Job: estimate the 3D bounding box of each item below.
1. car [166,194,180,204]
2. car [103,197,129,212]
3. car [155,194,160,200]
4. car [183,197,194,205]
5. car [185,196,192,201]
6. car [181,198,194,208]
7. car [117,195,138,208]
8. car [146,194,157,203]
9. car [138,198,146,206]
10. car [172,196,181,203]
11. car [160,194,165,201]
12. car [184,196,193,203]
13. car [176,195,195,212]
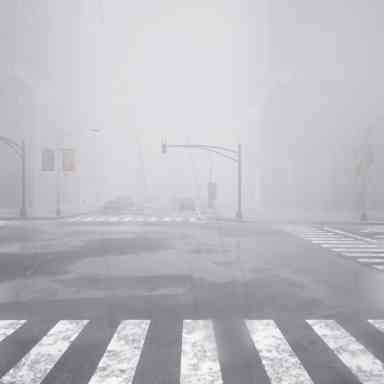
[{"bbox_3d":[-3.358,1.570,63.597,1.837,1.490,4.892,0,0,0],"label":"car"},{"bbox_3d":[-9.090,1.574,38.948,1.947,1.339,4.313,0,0,0],"label":"car"},{"bbox_3d":[-9.295,1.417,76.930,2.192,1.841,5.009,0,0,0],"label":"car"},{"bbox_3d":[-0.682,1.603,60.690,1.887,1.381,4.507,0,0,0],"label":"car"},{"bbox_3d":[-0.857,1.696,93.240,1.887,1.381,4.507,0,0,0],"label":"car"},{"bbox_3d":[-0.623,1.615,49.840,1.802,1.307,4.206,0,0,0],"label":"car"},{"bbox_3d":[-9.120,1.335,44.374,2.192,1.841,5.009,0,0,0],"label":"car"},{"bbox_3d":[-9.265,1.669,71.504,1.802,1.307,4.206,0,0,0],"label":"car"},{"bbox_3d":[-9.176,1.570,55.056,1.752,1.417,4.829,0,0,0],"label":"car"},{"bbox_3d":[-3.522,1.652,75.843,1.994,1.385,4.181,0,0,0],"label":"car"},{"bbox_3d":[-9.381,1.696,93.207,1.887,1.381,4.507,0,0,0],"label":"car"},{"bbox_3d":[-0.741,1.613,71.710,1.752,1.417,4.829,0,0,0],"label":"car"},{"bbox_3d":[-0.566,1.449,38.991,1.967,1.590,4.097,0,0,0],"label":"car"}]
